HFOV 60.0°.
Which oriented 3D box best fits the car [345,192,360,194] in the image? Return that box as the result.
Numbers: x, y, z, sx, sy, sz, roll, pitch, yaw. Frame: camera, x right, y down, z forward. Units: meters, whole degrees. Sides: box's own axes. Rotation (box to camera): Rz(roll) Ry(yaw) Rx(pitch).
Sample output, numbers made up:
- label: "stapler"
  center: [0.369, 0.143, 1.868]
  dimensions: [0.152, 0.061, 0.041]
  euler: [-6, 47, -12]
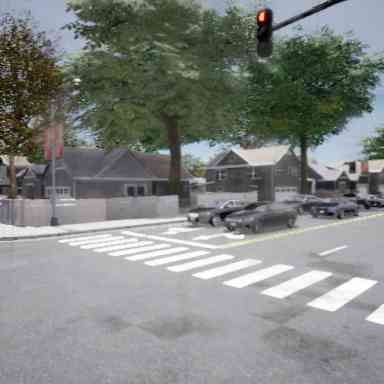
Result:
- label: "car"
  center: [16.032, 0.788, 33.434]
  dimensions: [4.674, 1.442, 1.812]
  euler: [-2, 1, -43]

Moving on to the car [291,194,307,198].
- label: "car"
  center: [8.573, 0.963, 26.334]
  dimensions: [4.902, 1.511, 2.128]
  euler: [-2, 1, -44]

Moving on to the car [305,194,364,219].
- label: "car"
  center: [9.955, 1.064, 23.151]
  dimensions: [4.181, 1.385, 1.994]
  euler: [-2, 1, -43]

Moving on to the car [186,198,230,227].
- label: "car"
  center: [1.799, 1.156, 19.869]
  dimensions: [4.902, 1.511, 2.128]
  euler: [-2, 1, -43]

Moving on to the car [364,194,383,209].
- label: "car"
  center: [17.224, 0.858, 30.105]
  dimensions: [4.181, 1.385, 1.994]
  euler: [-2, 1, -44]

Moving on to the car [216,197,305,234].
- label: "car"
  center: [3.636, 1.205, 17.115]
  dimensions: [4.674, 1.442, 1.812]
  euler: [-2, 1, -42]
